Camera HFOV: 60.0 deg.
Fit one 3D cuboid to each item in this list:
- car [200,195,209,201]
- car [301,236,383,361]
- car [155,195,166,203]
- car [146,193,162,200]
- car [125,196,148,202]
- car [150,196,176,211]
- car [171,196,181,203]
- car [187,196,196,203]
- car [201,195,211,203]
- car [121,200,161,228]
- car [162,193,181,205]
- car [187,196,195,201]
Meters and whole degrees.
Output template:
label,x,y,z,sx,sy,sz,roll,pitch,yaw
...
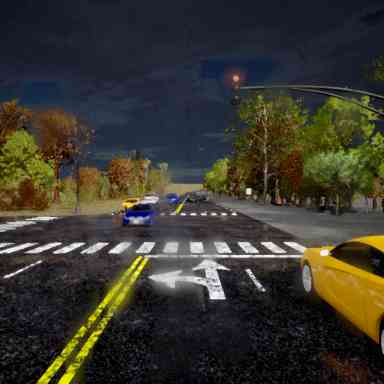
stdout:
label,x,y,z,sx,sy,sz,roll,pitch,yaw
car,3.046,1.458,81.641,2.033,1.411,5.357,0,0,0
car,3.349,1.444,5.406,1.882,1.535,5.008,0,1,0
car,-6.678,1.461,71.275,1.882,1.535,5.008,0,0,0
car,-6.729,1.228,55.619,2.150,2.045,5.566,0,0,0
car,-6.726,1.479,38.176,1.882,1.535,5.008,0,0,1
car,-3.451,1.549,40.228,2.033,1.411,5.357,0,0,0
car,-3.428,1.576,71.621,1.895,1.301,4.718,0,0,0
car,-0.138,1.566,72.155,1.994,1.385,4.181,0,0,0
car,3.094,1.504,71.486,2.128,1.511,4.902,0,0,0
car,-3.403,1.527,22.477,1.812,1.442,4.674,0,0,0
car,-3.478,1.227,57.735,2.150,2.045,5.566,0,0,0
car,-0.204,1.606,81.977,1.895,1.301,4.718,0,0,0
